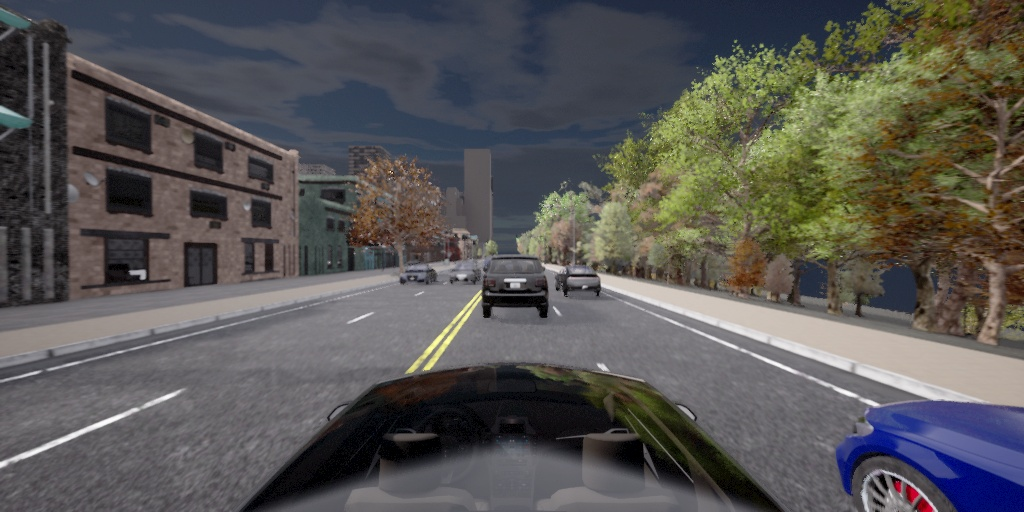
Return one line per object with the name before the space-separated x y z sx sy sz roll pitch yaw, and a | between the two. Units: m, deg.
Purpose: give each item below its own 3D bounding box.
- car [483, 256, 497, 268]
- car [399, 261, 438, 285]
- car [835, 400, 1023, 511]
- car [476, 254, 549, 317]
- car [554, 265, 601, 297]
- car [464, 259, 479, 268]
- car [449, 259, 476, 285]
car | -3.759 1.021 63.211 2.150 2.045 5.566 0 0 0
car | -6.608 1.304 25.752 1.994 1.385 4.181 0 0 0
car | 3.350 1.276 0.708 1.812 1.442 4.674 0 0 0
car | 0.098 0.967 13.347 2.150 2.045 5.566 0 0 0
car | 3.348 1.234 18.909 2.128 1.511 4.902 0 0 0
car | -7.012 1.232 62.800 2.128 1.511 4.902 0 0 0
car | -3.358 1.232 26.240 2.128 1.511 4.902 0 0 0
